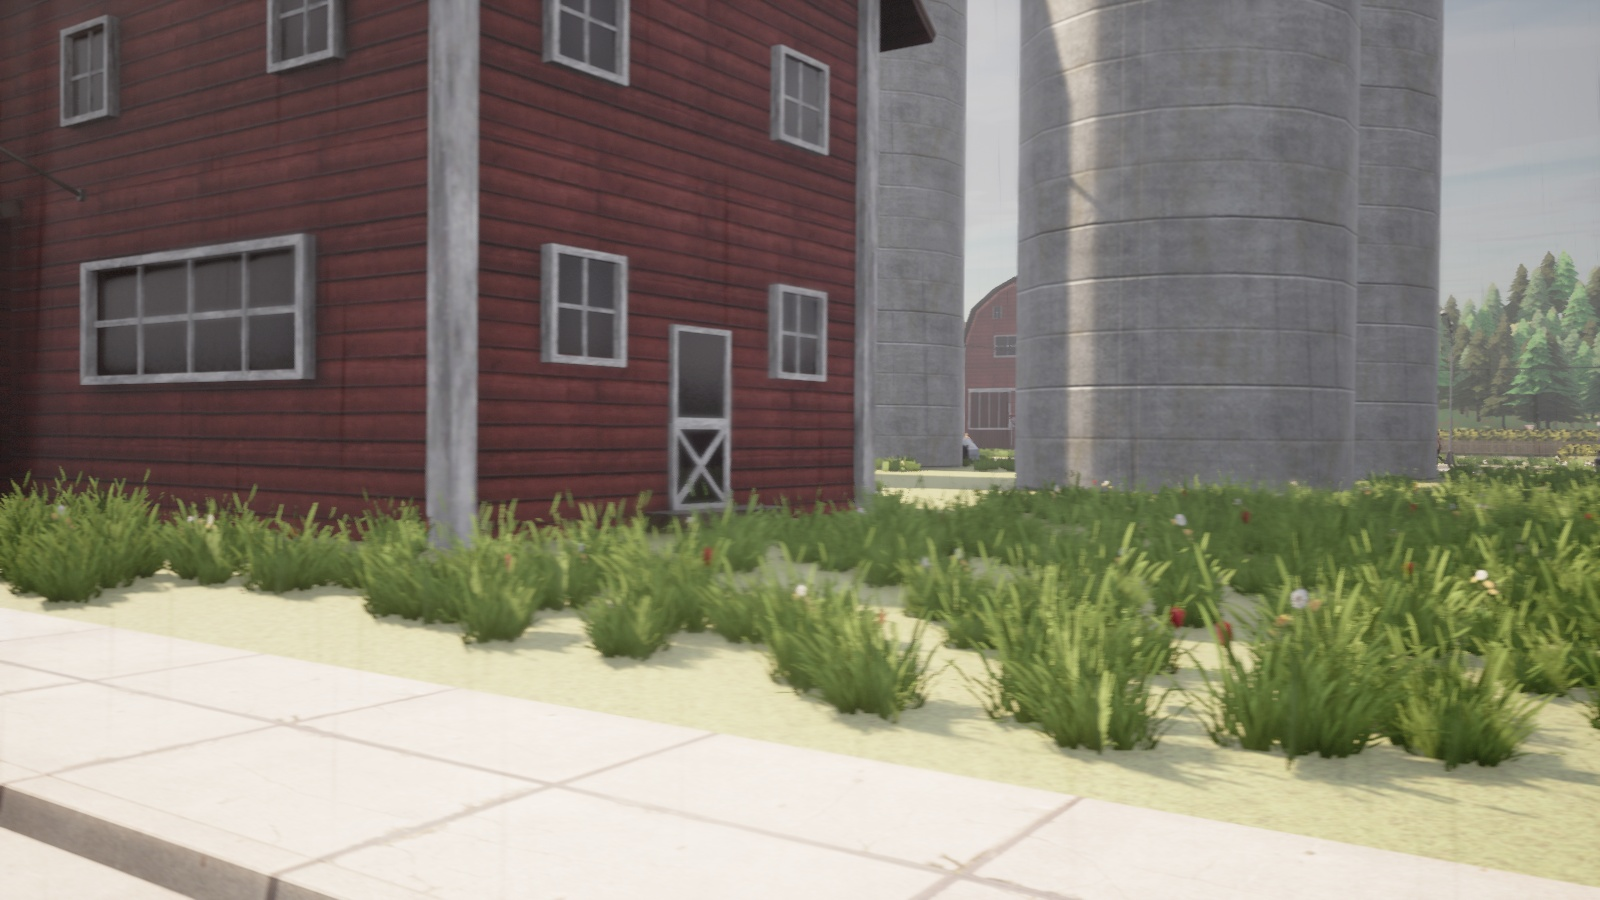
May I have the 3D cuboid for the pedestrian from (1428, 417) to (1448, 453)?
[{"bbox_3d":[32.273,-0.748,63.546,0.869,1.805,0.328,0,1,33],"label":"pedestrian"}]

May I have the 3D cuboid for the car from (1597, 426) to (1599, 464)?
[{"bbox_3d":[33.632,-0.204,48.400,4.892,1.490,1.837,0,1,34],"label":"car"}]
